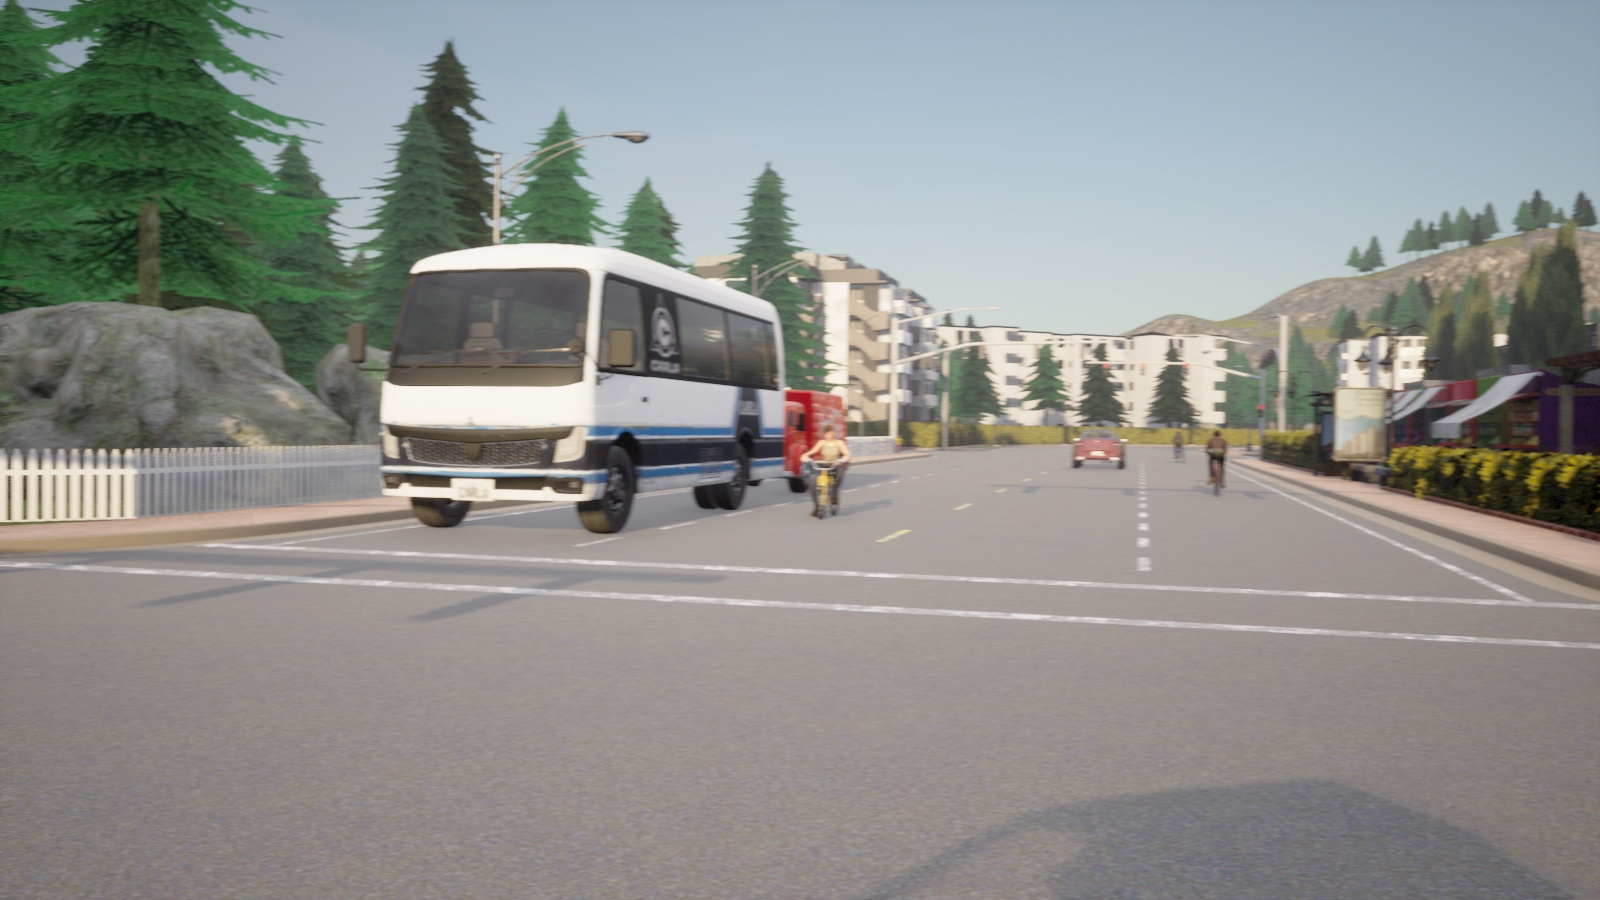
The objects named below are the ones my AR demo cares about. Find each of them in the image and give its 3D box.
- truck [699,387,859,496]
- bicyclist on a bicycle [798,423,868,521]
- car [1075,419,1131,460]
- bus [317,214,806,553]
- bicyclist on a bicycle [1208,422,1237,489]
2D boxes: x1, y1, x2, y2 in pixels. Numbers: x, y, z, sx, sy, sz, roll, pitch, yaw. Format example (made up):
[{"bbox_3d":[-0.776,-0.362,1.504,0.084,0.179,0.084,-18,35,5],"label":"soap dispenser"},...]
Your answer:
[{"bbox_3d":[-0.379,-0.236,31.342,2.627,2.467,5.204,0,1,15],"label":"truck"},{"bbox_3d":[0.587,0.352,21.617,0.866,1.612,1.509,0,1,15],"label":"bicyclist on a bicycle"},{"bbox_3d":[12.915,-0.474,53.326,2.152,1.651,5.027,0,1,16],"label":"car"},{"bbox_3d":[-3.161,-0.922,21.220,3.944,4.253,10.273,0,1,15],"label":"bus"},{"bbox_3d":[10.398,0.119,30.931,0.582,1.620,1.656,0,1,15],"label":"bicyclist on a bicycle"}]
